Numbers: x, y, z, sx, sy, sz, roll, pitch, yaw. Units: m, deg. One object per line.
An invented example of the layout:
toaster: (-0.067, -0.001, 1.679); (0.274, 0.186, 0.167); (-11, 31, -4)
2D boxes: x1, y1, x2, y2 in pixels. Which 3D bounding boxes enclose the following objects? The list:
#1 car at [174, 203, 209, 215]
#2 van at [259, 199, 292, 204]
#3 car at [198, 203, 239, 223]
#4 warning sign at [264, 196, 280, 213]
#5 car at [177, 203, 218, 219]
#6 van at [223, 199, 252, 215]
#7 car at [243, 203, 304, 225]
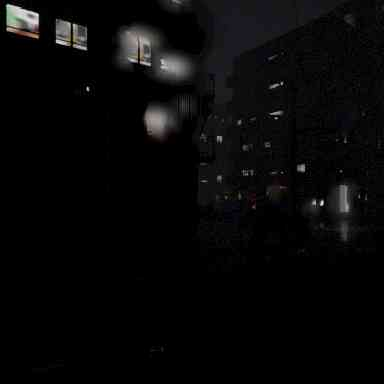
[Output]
car: (-0.103, 2.022, 40.772); (1.895, 1.301, 4.718); (0, -1, -36)
van: (8.418, 1.612, 33.587); (1.690, 1.788, 3.998); (-1, 0, -36)
car: (1.693, 1.881, 28.650); (1.802, 1.307, 4.206); (-1, 0, -36)
warning sign: (8.899, 1.410, 36.977); (1.300, 1.860, 1.060); (1, 0, -36)
car: (0.476, 1.889, 34.643); (1.812, 1.442, 4.674); (0, -1, -37)
van: (5.089, 1.685, 38.093); (1.690, 1.788, 3.998); (-1, 0, -36)
car: (6.479, 1.831, 26.508); (1.895, 1.301, 4.718); (0, -1, -37)
